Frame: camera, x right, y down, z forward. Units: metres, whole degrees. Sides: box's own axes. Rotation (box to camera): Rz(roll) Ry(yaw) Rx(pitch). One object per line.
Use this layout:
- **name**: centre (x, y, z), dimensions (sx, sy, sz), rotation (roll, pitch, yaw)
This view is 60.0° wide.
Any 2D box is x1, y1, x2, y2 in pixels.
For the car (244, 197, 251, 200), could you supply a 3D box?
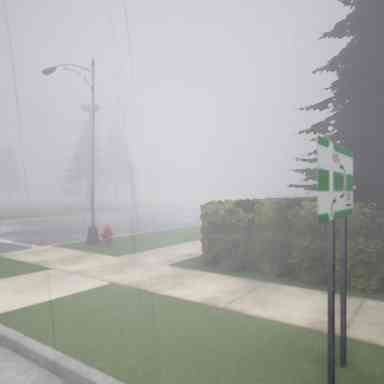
- **car**: centre (10.548, 1.542, 57.644), dimensions (2.033, 1.411, 5.357), rotation (0, 0, 38)

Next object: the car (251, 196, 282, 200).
- **car**: centre (10.183, 1.522, 45.271), dimensions (1.812, 1.442, 4.674), rotation (0, 0, 36)
